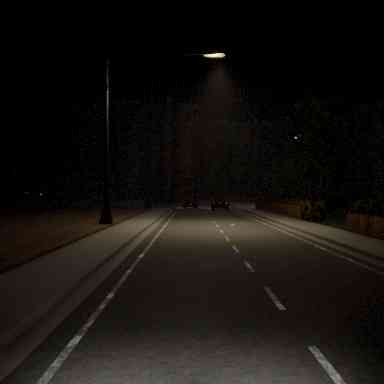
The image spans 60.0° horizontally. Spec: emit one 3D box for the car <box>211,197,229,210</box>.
[{"bbox_3d":[3.552,1.397,43.182,2.097,1.767,4.553,0,0,1],"label":"car"}]

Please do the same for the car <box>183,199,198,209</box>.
[{"bbox_3d":[-0.245,1.643,47.085,1.994,1.385,4.181,0,-1,-3],"label":"car"}]
